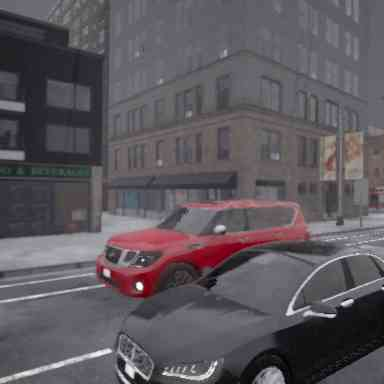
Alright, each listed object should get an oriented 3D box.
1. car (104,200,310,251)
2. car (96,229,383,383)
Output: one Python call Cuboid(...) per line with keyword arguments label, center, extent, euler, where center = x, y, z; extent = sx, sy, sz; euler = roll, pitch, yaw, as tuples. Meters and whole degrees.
Cuboid(label="car", center=(0.597, 1.236, 8.091), extent=(5.566, 2.045, 2.150), euler=(0, 0, -35))
Cuboid(label="car", center=(1.375, 1.516, 4.671), extent=(4.892, 1.490, 1.837), euler=(0, 0, -35))
